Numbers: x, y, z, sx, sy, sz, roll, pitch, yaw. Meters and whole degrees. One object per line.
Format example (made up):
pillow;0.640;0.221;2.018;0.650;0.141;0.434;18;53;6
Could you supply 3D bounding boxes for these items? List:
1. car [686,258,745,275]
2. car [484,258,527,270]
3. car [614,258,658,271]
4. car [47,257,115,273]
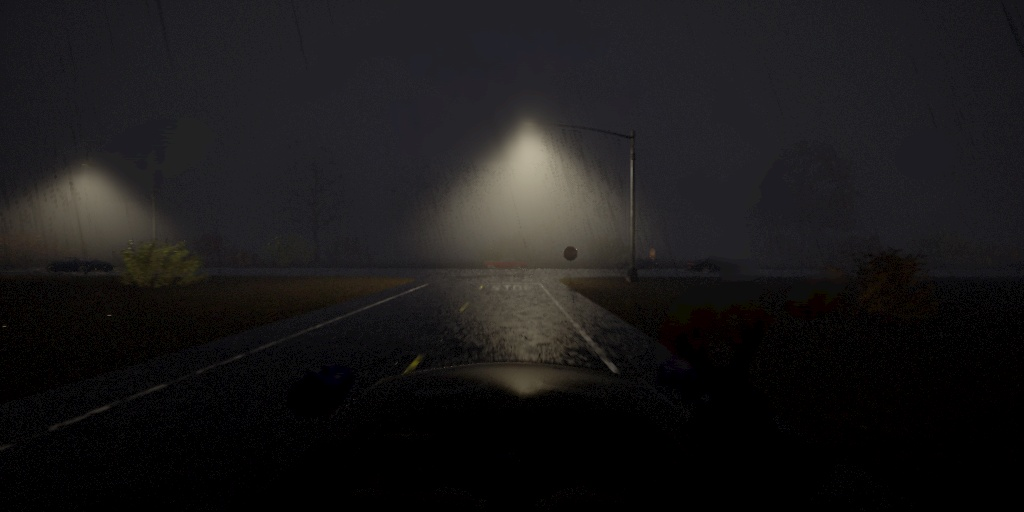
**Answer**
car;18.823;0.931;33.185;5.008;1.535;1.882;0;1;-2
car;-0.730;0.895;39.667;4.718;1.301;1.895;0;1;-1
car;13.836;0.923;40.051;4.674;1.442;1.812;-1;1;-2
car;-37.957;0.798;31.631;4.181;1.385;1.994;0;1;-2
